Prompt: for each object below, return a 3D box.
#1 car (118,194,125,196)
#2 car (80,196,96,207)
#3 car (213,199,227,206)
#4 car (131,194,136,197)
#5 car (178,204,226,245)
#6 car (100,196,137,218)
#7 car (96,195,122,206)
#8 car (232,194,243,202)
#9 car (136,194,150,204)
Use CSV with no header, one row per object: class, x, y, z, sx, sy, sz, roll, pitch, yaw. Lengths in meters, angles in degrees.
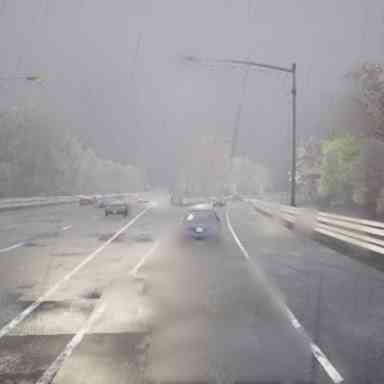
car,-17.288,1.235,81.261,1.837,1.490,4.892,0,0,-4
car,-14.767,1.292,48.007,1.882,1.535,5.008,0,0,-4
car,4.475,1.709,52.728,1.895,1.301,4.718,0,0,10
car,-13.686,1.240,79.972,1.882,1.535,5.008,0,0,-4
car,0.434,1.526,15.472,2.033,1.411,5.357,1,0,3
car,-6.375,1.396,29.159,2.128,1.511,4.902,0,0,-4
car,-10.995,1.410,44.394,1.994,1.385,4.181,0,0,-4
car,11.821,1.466,85.853,2.150,2.045,5.566,0,0,16
car,-8.685,1.432,60.855,1.895,1.301,4.718,0,0,-4
